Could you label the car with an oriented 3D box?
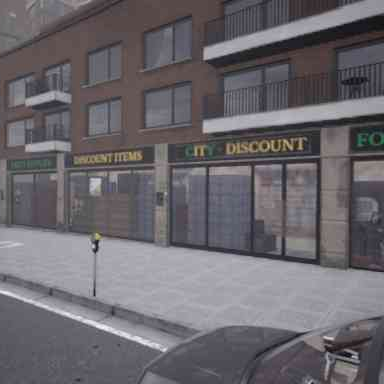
[{"bbox_3d":[1.482,1.551,2.016,4.403,1.369,2.008,0,1,35],"label":"car"}]
